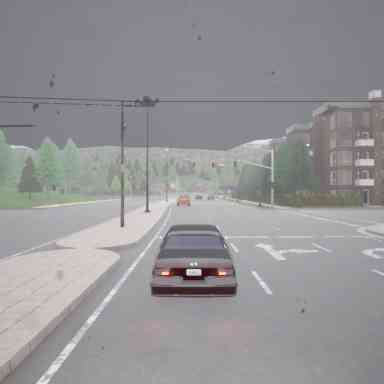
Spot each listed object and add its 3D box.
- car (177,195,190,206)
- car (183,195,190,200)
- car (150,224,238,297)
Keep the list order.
[{"bbox_3d":[-1.364,1.352,54.470,2.097,1.767,4.553,0,0,-1],"label":"car"},{"bbox_3d":[-1.556,1.524,95.473,1.812,1.442,4.674,0,0,0],"label":"car"},{"bbox_3d":[0.042,1.547,8.725,2.033,1.411,5.357,0,0,0],"label":"car"}]
